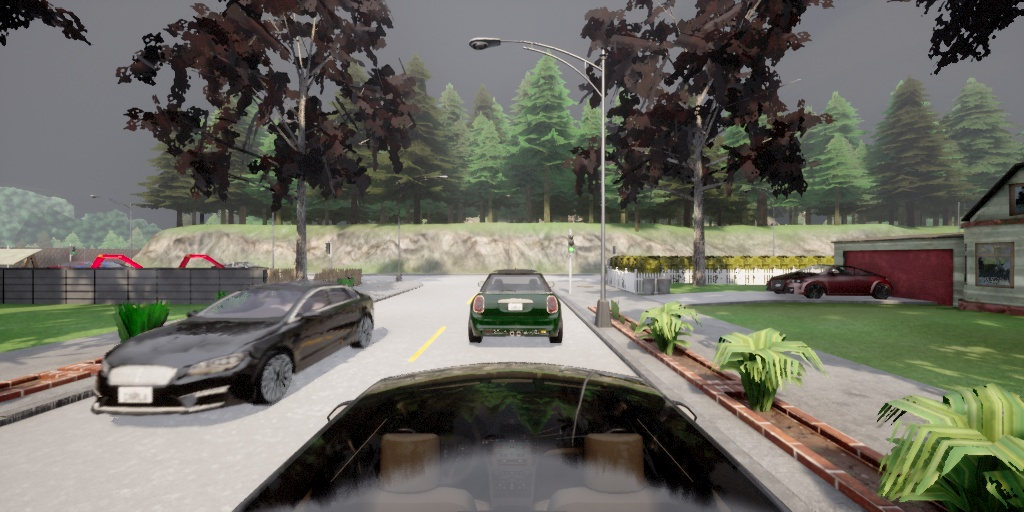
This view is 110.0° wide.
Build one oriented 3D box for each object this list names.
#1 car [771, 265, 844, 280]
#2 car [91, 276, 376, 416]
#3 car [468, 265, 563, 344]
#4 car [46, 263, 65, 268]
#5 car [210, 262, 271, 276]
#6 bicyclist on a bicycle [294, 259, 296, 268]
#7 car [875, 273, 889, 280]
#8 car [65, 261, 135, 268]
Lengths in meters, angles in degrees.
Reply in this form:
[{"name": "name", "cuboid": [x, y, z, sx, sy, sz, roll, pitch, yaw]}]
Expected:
[{"name": "car", "cuboid": [28.593, 1.228, 34.833, 5.008, 1.535, 1.882, 0, 0, 1]}, {"name": "car", "cuboid": [-4.060, 1.241, 6.336, 2.128, 1.511, 4.902, 0, 0, 1]}, {"name": "car", "cuboid": [0.108, 1.102, 9.763, 2.097, 1.767, 4.553, 0, 0, 1]}, {"name": "car", "cuboid": [-42.952, 1.228, 35.422, 5.008, 1.535, 1.882, 0, 0, 1]}, {"name": "car", "cuboid": [-23.394, 1.241, 31.134, 4.902, 1.511, 2.128, 0, 0, 1]}, {"name": "bicyclist on a bicycle", "cuboid": [-23.712, 1.099, 39.535, 0.582, 1.620, 1.656, 0, 0, 1]}, {"name": "car", "cuboid": [38.791, 1.102, 34.721, 4.553, 1.767, 2.097, 0, 0, 0]}, {"name": "car", "cuboid": [-35.093, 1.228, 31.261, 5.008, 1.535, 1.882, 0, 0, 1]}]
